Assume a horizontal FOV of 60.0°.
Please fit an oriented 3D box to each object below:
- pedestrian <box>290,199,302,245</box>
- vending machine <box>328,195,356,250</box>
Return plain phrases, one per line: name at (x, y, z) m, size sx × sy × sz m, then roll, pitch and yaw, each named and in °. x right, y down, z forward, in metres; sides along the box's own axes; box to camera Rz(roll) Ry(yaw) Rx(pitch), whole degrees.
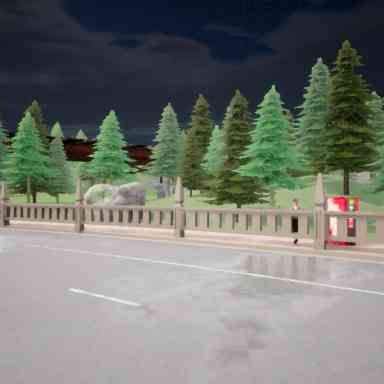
pedestrian at (4.064, 1.142, 13.007) m, size 0.375 × 1.860 × 0.375 m, roll 0°, pitch 0°, yaw 33°
vending machine at (6.079, 1.195, 13.466) m, size 0.880 × 2.100 × 1.100 m, roll 0°, pitch 0°, yaw 33°
